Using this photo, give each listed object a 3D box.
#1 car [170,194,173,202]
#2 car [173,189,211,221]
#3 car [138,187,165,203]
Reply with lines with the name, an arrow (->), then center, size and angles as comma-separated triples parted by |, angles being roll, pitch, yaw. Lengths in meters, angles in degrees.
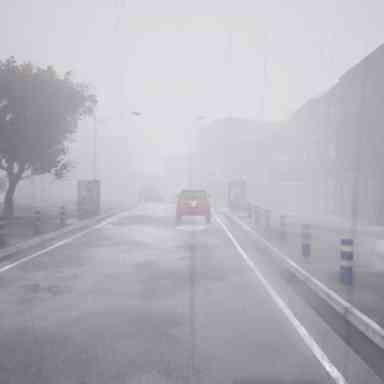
car -> -1.453, 0.613, 42.445 | 1.882, 1.535, 5.008 | 1, 1, -16
car -> 0.111, 0.778, 22.629 | 2.150, 2.045, 5.566 | 0, 1, 0
car -> -5.339, 0.326, 42.672 | 2.150, 2.045, 5.566 | 1, 1, -25
